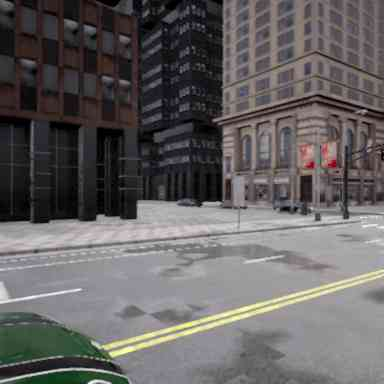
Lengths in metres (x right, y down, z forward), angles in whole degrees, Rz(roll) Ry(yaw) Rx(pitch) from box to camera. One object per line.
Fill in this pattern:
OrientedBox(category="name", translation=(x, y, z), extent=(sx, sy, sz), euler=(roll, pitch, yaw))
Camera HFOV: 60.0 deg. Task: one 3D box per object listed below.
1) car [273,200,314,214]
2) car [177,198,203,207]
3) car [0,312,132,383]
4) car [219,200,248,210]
OrientedBox(category="car", translation=(11.312, 1.662, 37.201), extent=(2.128, 1.511, 4.902), euler=(0, 0, -35))
OrientedBox(category="car", translation=(-0.415, 1.743, 53.800), extent=(2.033, 1.411, 5.357), euler=(0, 0, -36))
OrientedBox(category="car", translation=(-2.485, 1.346, 1.667), extent=(4.553, 1.767, 2.097), euler=(0, 0, -35))
OrientedBox(category="car", translation=(5.647, 1.746, 45.204), extent=(1.994, 1.385, 4.181), euler=(0, 0, -36))
